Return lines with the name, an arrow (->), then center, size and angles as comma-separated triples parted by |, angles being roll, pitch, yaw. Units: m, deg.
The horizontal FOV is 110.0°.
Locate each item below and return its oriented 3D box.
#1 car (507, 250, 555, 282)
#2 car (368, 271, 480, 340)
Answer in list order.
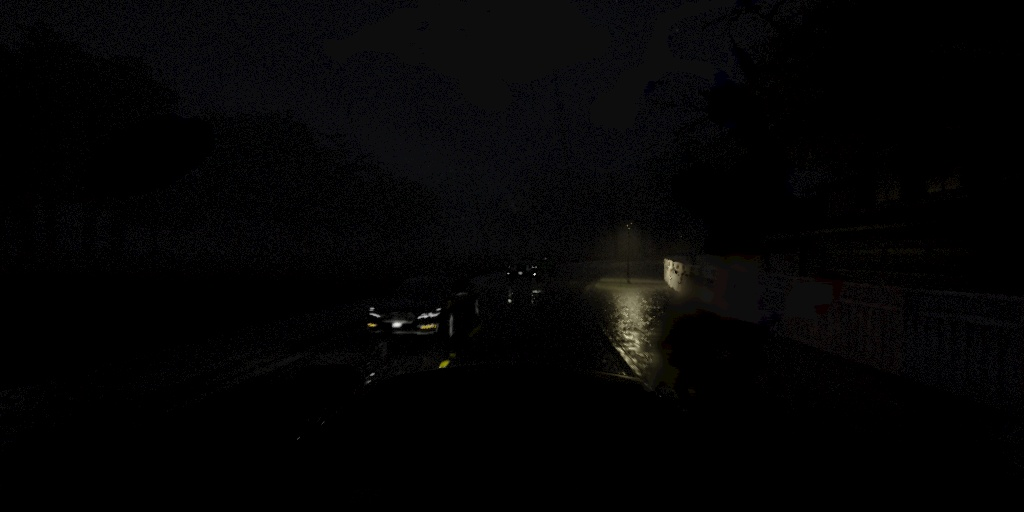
car -> 1.520, 0.622, 25.688 | 2.150, 2.045, 5.566 | 1, 3, 21
car -> -2.146, 1.206, 9.991 | 1.837, 1.490, 4.892 | 0, 0, 7
